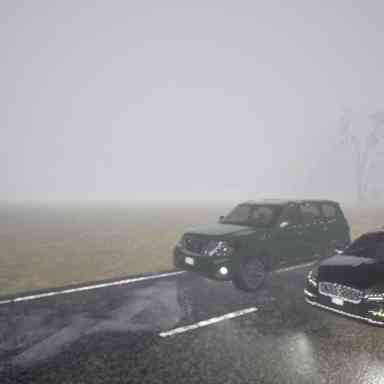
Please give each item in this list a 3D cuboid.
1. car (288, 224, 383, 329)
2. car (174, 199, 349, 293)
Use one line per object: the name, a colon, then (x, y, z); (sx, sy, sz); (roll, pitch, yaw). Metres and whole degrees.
car: (4.325, 1.514, 6.773); (4.892, 1.490, 1.837); (0, 0, -35)
car: (2.193, 1.230, 9.242); (5.566, 2.045, 2.150); (0, 0, -36)
